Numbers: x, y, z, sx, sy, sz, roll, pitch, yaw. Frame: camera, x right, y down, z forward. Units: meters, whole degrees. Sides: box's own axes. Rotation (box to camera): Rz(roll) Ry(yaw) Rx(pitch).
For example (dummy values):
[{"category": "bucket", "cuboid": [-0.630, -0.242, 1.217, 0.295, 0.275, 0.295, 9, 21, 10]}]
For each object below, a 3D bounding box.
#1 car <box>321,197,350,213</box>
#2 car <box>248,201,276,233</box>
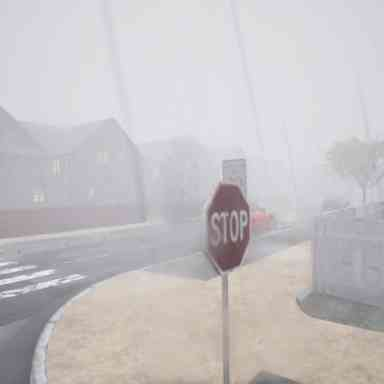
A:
[{"category": "car", "cuboid": [13.982, 1.237, 32.281, 1.837, 1.490, 4.892, -2, -1, 37]}, {"category": "car", "cuboid": [2.518, 1.225, 16.830, 2.097, 1.767, 4.553, -2, -1, 37]}]
